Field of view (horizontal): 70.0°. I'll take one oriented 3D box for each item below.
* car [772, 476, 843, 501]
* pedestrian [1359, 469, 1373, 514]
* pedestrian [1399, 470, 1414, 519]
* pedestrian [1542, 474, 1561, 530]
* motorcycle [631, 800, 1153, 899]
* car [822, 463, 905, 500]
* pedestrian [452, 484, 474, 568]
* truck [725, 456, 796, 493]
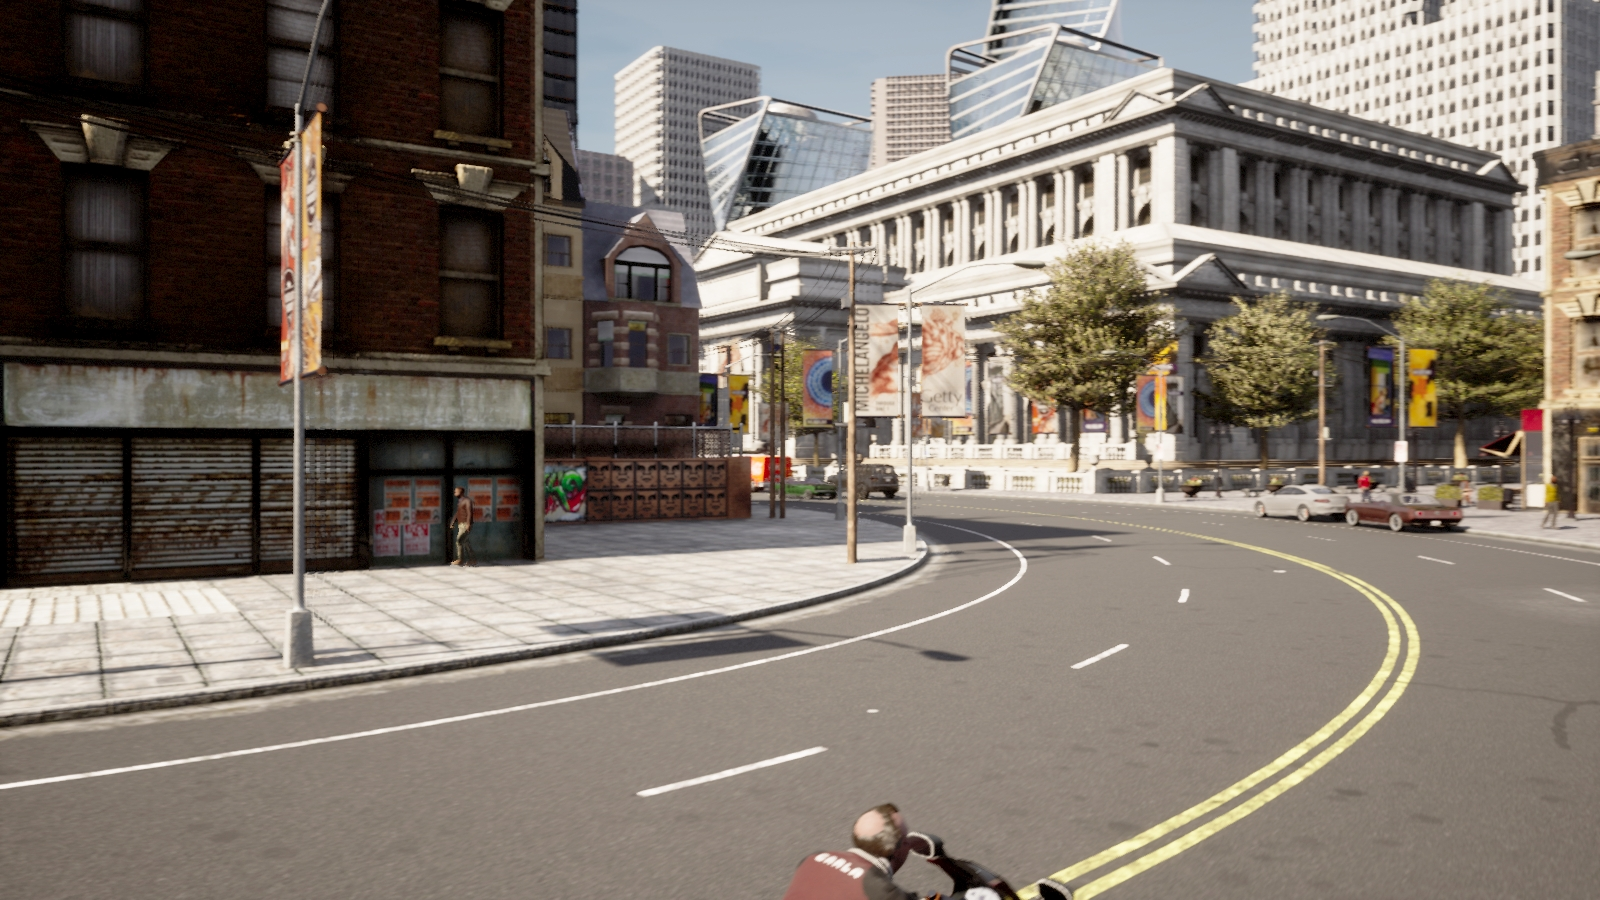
[{"bbox_3d":[0.410,2.205,66.435,1.895,1.301,4.718,0,0,-32],"label":"car"},{"bbox_3d":[23.774,1.731,47.995,0.375,1.860,0.375,0,0,-8],"label":"pedestrian"},{"bbox_3d":[23.567,1.726,44.381,0.375,1.860,0.375,0,0,-6],"label":"pedestrian"},{"bbox_3d":[25.023,1.721,38.036,0.375,1.860,0.375,0,0,-4],"label":"pedestrian"},{"bbox_3d":[0.256,2.209,4.144,2.209,1.251,0.867,0,0,-39],"label":"motorcycle"},{"bbox_3d":[3.698,1.829,67.668,2.150,2.045,5.566,0,0,-31],"label":"car"},{"bbox_3d":[-7.624,1.719,25.863,0.375,1.860,0.375,0,0,-36],"label":"pedestrian"},{"bbox_3d":[-2.773,1.628,78.123,2.627,2.467,5.204,0,0,-32],"label":"truck"}]
